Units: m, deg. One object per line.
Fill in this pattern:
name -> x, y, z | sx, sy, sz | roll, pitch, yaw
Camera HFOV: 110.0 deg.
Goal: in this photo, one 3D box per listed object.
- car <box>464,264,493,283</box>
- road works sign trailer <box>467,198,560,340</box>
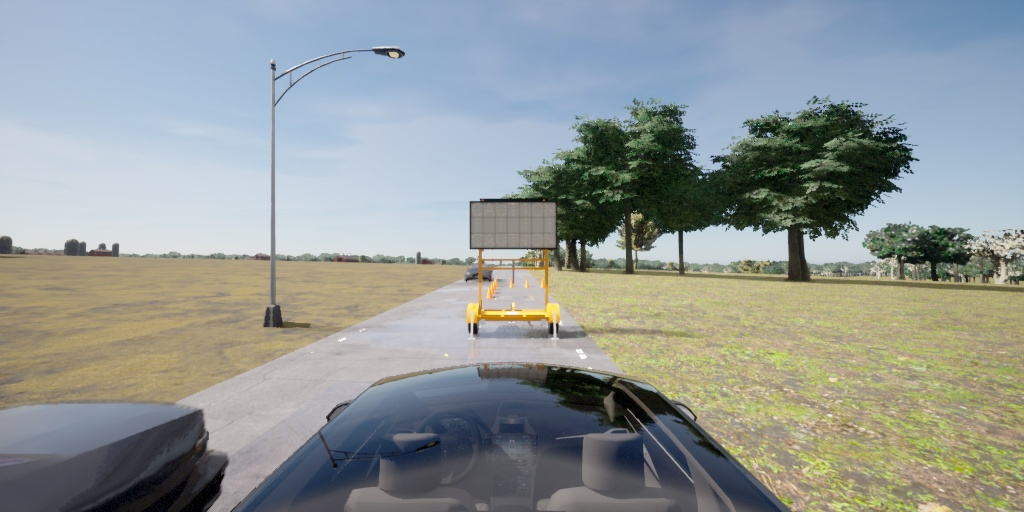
car -> -2.572, 1.356, 28.396 | 1.994, 1.385, 4.181 | 0, 0, 0
road works sign trailer -> 0.041, 0.219, 9.961 | 2.380, 3.560, 2.880 | 0, 0, 0
